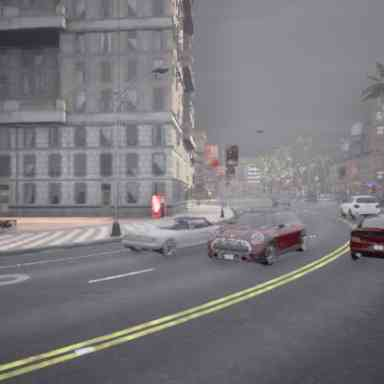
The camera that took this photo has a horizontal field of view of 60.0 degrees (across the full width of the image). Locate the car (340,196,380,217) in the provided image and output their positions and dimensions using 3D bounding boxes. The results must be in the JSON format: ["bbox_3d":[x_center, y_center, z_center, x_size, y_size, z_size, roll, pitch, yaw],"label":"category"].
[{"bbox_3d":[14.963,1.365,29.848,2.150,2.045,5.566,0,0,12],"label":"car"}]

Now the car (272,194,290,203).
[{"bbox_3d":[13.826,1.253,51.881,2.150,2.045,5.566,0,0,5],"label":"car"}]

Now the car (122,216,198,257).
[{"bbox_3d":[-0.533,1.706,13.667,1.895,1.301,4.718,-1,-1,39],"label":"car"}]

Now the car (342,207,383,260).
[{"bbox_3d":[7.112,1.532,12.033,1.882,1.535,5.008,0,0,37],"label":"car"}]

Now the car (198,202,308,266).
[{"bbox_3d":[2.515,1.430,12.099,2.097,1.767,4.553,-1,-1,38],"label":"car"}]
